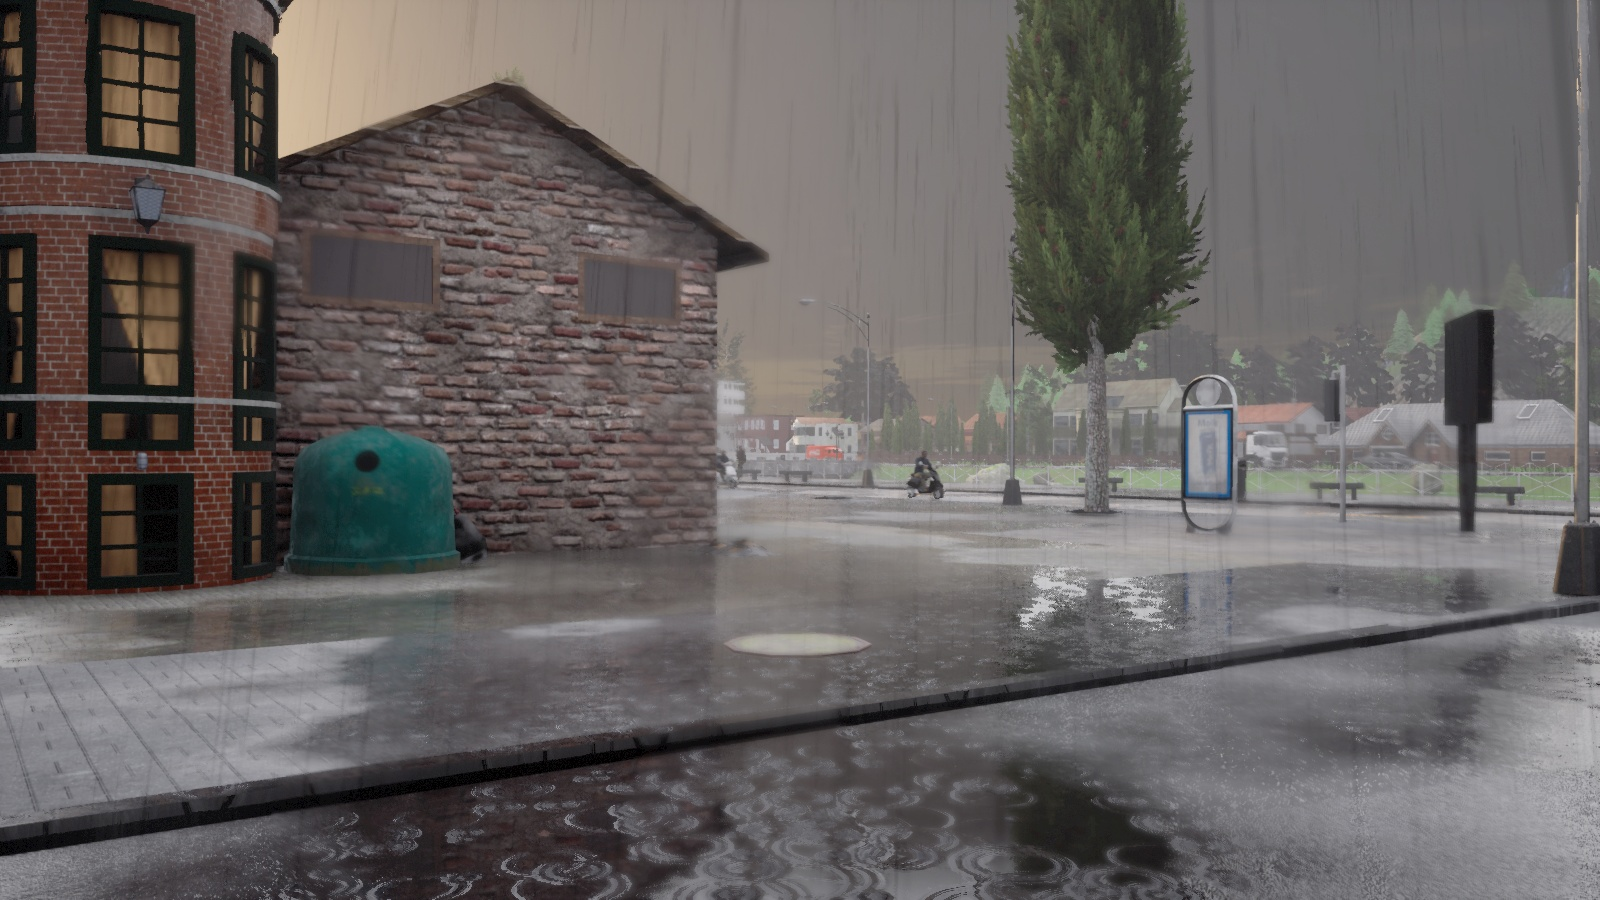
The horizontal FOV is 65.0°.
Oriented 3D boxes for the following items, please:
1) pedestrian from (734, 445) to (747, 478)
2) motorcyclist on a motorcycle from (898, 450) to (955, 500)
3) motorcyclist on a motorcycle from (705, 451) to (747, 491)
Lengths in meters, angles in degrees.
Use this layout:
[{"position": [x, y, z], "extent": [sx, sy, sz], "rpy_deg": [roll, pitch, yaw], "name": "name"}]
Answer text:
[{"position": [-3.345, 0.634, 70.489], "extent": [0.431, 1.840, 0.703], "rpy_deg": [0, 0, -30], "name": "pedestrian"}, {"position": [4.100, 0.789, 40.801], "extent": [0.866, 1.590, 1.817], "rpy_deg": [0, 0, -35], "name": "motorcyclist on a motorcycle"}, {"position": [-3.007, 0.829, 50.992], "extent": [0.866, 1.590, 1.817], "rpy_deg": [0, 0, -35], "name": "motorcyclist on a motorcycle"}]
